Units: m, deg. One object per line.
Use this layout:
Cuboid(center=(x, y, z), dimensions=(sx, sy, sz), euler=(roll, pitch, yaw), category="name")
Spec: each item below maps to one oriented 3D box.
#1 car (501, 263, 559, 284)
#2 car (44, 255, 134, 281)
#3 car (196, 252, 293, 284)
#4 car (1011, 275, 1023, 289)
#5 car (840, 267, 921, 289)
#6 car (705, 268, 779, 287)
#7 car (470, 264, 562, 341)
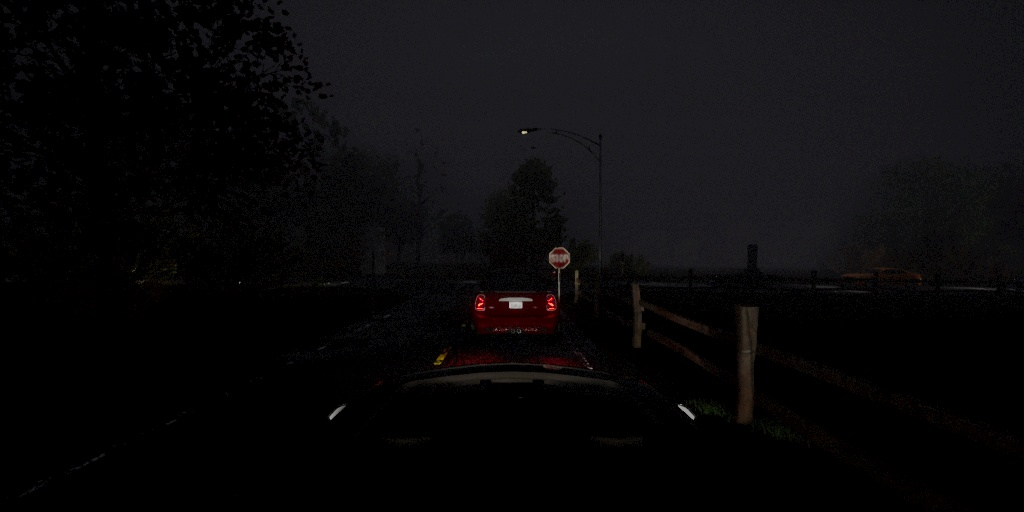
Cuboid(center=(1.297, 1.315, 27.085), dimensions=(4.181, 1.385, 1.994), euler=(1, 0, 0), category="car")
Cuboid(center=(-27.968, 0.749, 23.967), dimensions=(4.553, 1.767, 2.097), euler=(1, 1, 0), category="car")
Cuboid(center=(-17.884, 0.756, 24.023), dimensions=(5.566, 2.045, 2.150), euler=(1, 1, 0), category="car")
Cuboid(center=(41.001, 1.817, 27.102), dimensions=(4.902, 1.511, 2.128), euler=(1, 1, 0), category="car")
Cuboid(center=(27.767, 1.612, 27.118), dimensions=(5.008, 1.535, 1.882), euler=(0, 1, 0), category="car")
Cuboid(center=(17.215, 1.584, 27.111), dimensions=(4.718, 1.301, 1.895), euler=(1, 1, 0), category="car")
Cuboid(center=(0.081, 1.100, 10.015), dimensions=(2.097, 1.767, 4.553), euler=(0, 0, 0), category="car")
